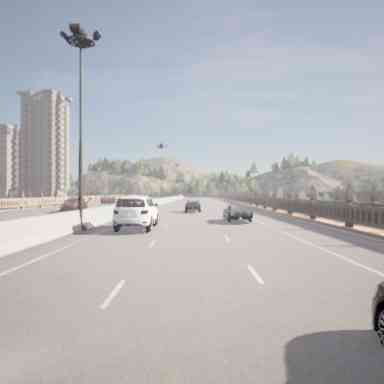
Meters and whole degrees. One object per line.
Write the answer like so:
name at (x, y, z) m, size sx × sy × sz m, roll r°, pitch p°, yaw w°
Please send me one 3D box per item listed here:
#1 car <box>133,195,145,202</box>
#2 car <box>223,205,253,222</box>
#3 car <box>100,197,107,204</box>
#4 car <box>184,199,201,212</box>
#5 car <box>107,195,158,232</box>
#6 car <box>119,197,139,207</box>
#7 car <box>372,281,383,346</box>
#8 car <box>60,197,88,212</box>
car at (-13.135, 1.567, 81.958) m, size 2.097 × 1.767 × 4.553 m, roll 0°, pitch 0°, yaw 2°
car at (3.595, 1.681, 26.776) m, size 1.895 × 1.301 × 4.718 m, roll 0°, pitch 0°, yaw 0°
car at (-17.061, 1.677, 67.168) m, size 1.882 × 1.535 × 5.008 m, roll 0°, pitch 0°, yaw 2°
car at (0.094, 1.612, 40.594) m, size 2.128 × 1.511 × 4.902 m, roll 0°, pitch 0°, yaw 0°
car at (-3.405, 1.283, 20.767) m, size 2.150 × 2.045 × 5.566 m, roll 0°, pitch 0°, yaw 0°
car at (-10.423, 1.656, 55.436) m, size 2.128 × 1.511 × 4.902 m, roll 0°, pitch 0°, yaw 2°
car at (3.599, 1.501, 3.038) m, size 2.128 × 1.511 × 4.902 m, roll 0°, pitch 0°, yaw 0°
car at (-14.083, 1.469, 39.885) m, size 2.097 × 1.767 × 4.553 m, roll 0°, pitch 0°, yaw 0°
